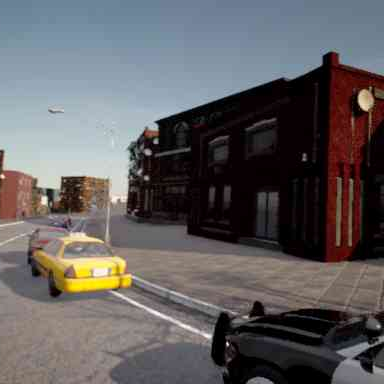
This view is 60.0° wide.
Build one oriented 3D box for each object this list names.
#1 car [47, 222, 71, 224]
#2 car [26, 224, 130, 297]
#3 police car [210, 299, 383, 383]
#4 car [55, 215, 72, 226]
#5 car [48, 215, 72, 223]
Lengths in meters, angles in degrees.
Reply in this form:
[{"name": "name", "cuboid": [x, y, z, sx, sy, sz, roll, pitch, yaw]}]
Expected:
[{"name": "car", "cuboid": [-6.331, 2.291, 14.859, 1.812, 1.442, 4.674, 4, -4, -26]}, {"name": "car", "cuboid": [-3.629, 2.002, 10.160, 1.801, 1.575, 5.366, 4, -4, -34]}, {"name": "police car", "cuboid": [2.466, 1.703, 2.999, 5.238, 1.638, 1.930, -2, -5, 43]}, {"name": "car", "cuboid": [-18.226, 4.007, 47.413, 1.812, 1.442, 4.674, 3, -4, -17]}, {"name": "car", "cuboid": [-15.386, 3.546, 38.261, 1.994, 1.385, 4.181, 3, -4, -16]}]
